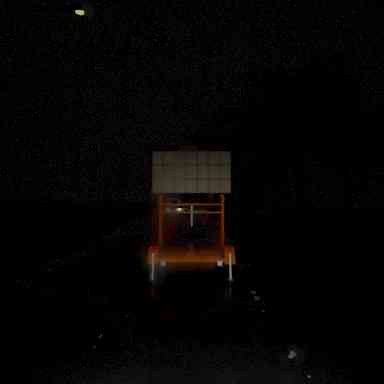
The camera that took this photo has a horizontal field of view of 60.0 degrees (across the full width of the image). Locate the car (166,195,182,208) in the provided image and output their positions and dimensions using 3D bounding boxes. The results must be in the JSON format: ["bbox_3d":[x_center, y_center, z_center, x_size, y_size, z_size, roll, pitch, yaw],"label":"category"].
[{"bbox_3d":[-2.697,1.419,51.660,2.150,2.045,5.566,0,0,0],"label":"car"}]

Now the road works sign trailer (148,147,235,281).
[{"bbox_3d":[-0.009,0.475,9.894,2.380,3.560,2.880,0,0,0],"label":"road works sign trailer"}]
